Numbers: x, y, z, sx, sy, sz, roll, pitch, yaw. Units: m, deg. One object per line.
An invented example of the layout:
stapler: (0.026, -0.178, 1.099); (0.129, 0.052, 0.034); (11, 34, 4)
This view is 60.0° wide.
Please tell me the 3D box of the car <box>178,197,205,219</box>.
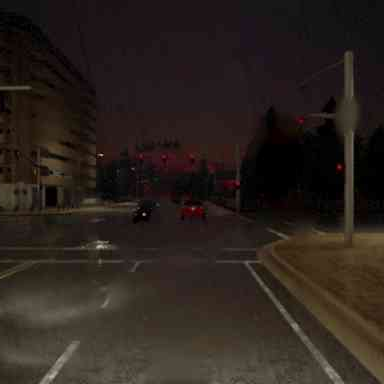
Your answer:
car: (0.101, 1.521, 30.974); (2.097, 1.767, 4.553); (0, 0, 0)

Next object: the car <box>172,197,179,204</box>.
car: (-3.497, 1.910, 74.243); (1.882, 1.535, 5.008); (0, 0, 0)

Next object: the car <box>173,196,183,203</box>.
car: (-3.497, 1.872, 83.493); (2.128, 1.511, 4.902); (0, 0, 0)

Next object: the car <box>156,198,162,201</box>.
car: (-7.007, 1.912, 66.078); (1.812, 1.442, 4.674); (0, 0, 0)

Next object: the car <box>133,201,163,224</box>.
car: (-3.401, 1.676, 26.201); (2.033, 1.411, 5.357); (0, 0, 0)

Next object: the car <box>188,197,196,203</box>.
car: (0.003, 1.942, 83.522); (1.895, 1.301, 4.718); (0, 0, 0)

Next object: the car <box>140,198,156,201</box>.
car: (-7.067, 1.772, 50.172); (1.882, 1.535, 5.008); (0, 0, 0)

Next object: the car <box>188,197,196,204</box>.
car: (0.003, 1.957, 74.499); (1.812, 1.442, 4.674); (0, 0, 0)
